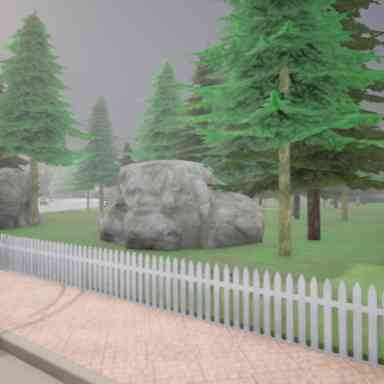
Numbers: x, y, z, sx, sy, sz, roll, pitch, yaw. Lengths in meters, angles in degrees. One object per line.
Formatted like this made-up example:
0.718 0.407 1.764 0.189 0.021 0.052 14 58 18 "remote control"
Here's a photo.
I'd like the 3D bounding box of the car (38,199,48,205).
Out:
-30.514 2.083 67.914 2.033 1.411 5.357 0 0 -21 "car"
